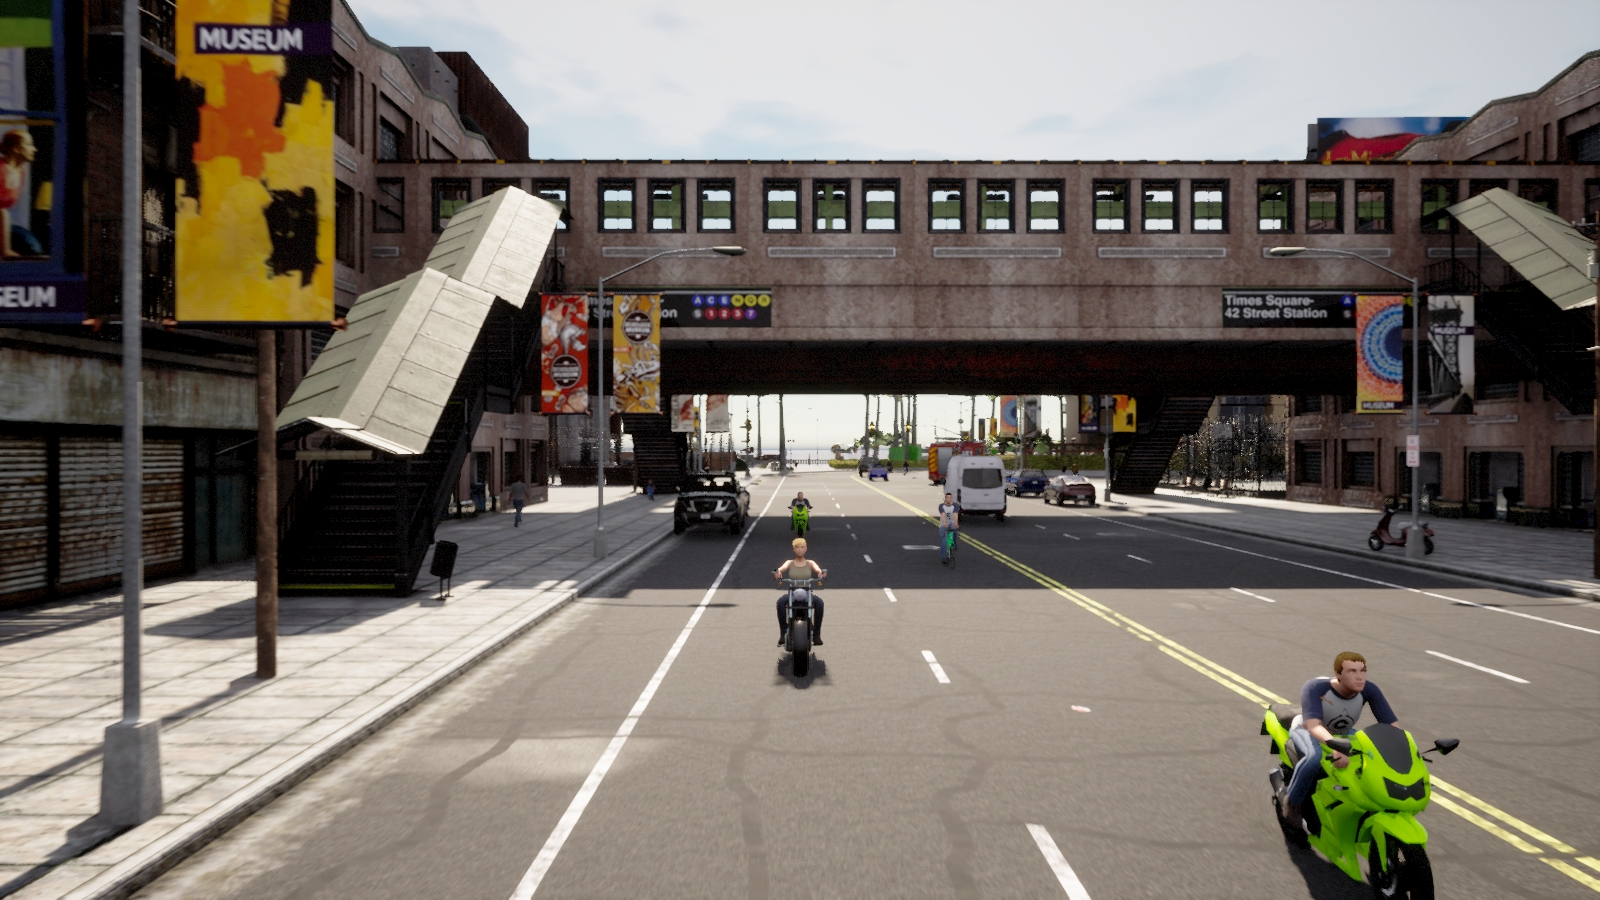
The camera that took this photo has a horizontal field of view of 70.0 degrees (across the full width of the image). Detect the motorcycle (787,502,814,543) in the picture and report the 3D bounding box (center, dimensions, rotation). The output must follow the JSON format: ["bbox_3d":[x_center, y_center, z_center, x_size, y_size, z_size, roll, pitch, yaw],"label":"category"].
[{"bbox_3d":[0.008,2.213,35.157,0.803,1.145,2.033,0,0,0],"label":"motorcycle"}]

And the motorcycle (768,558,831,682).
[{"bbox_3d":[-0.002,2.170,15.001,0.764,1.277,2.356,0,0,0],"label":"motorcycle"}]

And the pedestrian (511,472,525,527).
[{"bbox_3d":[-9.648,1.697,39.149,0.375,1.860,0.375,0,0,4],"label":"pedestrian"}]

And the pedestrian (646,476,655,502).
[{"bbox_3d":[-7.585,1.976,58.114,0.375,1.300,0.375,0,0,6],"label":"pedestrian"}]

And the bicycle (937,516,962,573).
[{"bbox_3d":[3.504,2.206,26.822,0.373,1.196,1.643,0,0,0],"label":"bicycle"}]

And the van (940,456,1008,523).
[{"bbox_3d":[7.071,1.534,47.024,1.988,2.561,5.915,0,0,1],"label":"van"}]

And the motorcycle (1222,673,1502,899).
[{"bbox_3d":[3.500,2.213,7.370,0.803,1.145,2.033,0,0,0],"label":"motorcycle"}]
